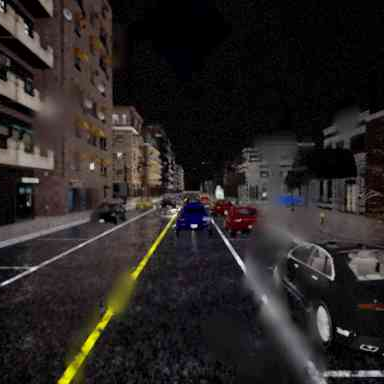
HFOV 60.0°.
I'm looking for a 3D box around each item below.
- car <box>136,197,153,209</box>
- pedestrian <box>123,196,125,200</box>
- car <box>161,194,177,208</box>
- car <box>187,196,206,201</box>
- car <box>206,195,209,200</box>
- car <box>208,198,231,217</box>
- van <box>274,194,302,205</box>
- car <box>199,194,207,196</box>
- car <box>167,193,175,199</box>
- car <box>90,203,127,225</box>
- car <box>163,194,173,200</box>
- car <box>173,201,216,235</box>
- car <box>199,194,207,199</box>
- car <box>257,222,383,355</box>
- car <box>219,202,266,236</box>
[{"bbox_3d":[-5.688,1.300,40.044,1.752,1.417,4.829,0,0,0],"label":"car"},{"bbox_3d":[-12.619,0.733,62.093,0.375,1.860,0.375,0,1,0],"label":"pedestrian"},{"bbox_3d":[-2.997,1.303,43.800,2.033,1.411,5.357,0,0,0],"label":"car"},{"bbox_3d":[0.107,1.372,33.429,1.994,1.385,4.181,0,0,0],"label":"car"},{"bbox_3d":[2.692,1.327,34.682,1.752,1.417,4.829,0,0,0],"label":"car"},{"bbox_3d":[2.691,1.378,28.815,1.887,1.381,4.507,0,0,0],"label":"car"},{"bbox_3d":[14.668,1.128,50.971,3.998,1.788,1.690,0,1,0],"label":"van"},{"bbox_3d":[2.698,1.059,72.679,1.967,1.590,4.097,0,0,0],"label":"car"},{"bbox_3d":[-5.678,1.099,89.759,2.008,1.369,4.403,0,0,0],"label":"car"},{"bbox_3d":[-5.691,1.429,23.125,1.947,1.339,4.313,0,0,0],"label":"car"},{"bbox_3d":[-5.681,1.146,78.366,2.008,1.369,4.403,0,0,0],"label":"car"},{"bbox_3d":[0.103,1.418,17.994,1.812,1.442,4.674,0,0,0],"label":"car"},{"bbox_3d":[2.701,1.154,84.073,1.802,1.307,4.206,0,0,0],"label":"car"},{"bbox_3d":[2.687,1.513,6.029,2.008,1.369,4.403,0,0,0],"label":"car"},{"bbox_3d":[2.688,1.440,17.421,1.887,1.381,4.507,0,0,0],"label":"car"}]
